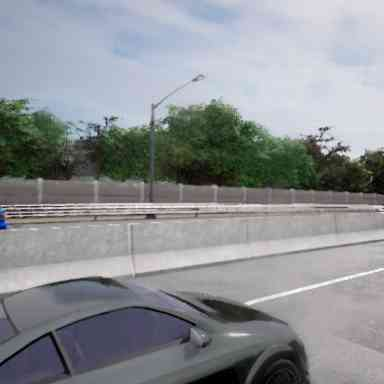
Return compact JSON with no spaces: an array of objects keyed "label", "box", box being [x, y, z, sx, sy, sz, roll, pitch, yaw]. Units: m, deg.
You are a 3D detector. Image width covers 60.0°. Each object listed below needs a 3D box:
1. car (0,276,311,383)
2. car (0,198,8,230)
[{"label":"car","box":[-0.763,1.570,3.200,4.181,1.385,1.994,1,0,-35]},{"label":"car","box":[-10.671,1.214,13.577,5.566,2.045,2.150,0,0,-36]}]
